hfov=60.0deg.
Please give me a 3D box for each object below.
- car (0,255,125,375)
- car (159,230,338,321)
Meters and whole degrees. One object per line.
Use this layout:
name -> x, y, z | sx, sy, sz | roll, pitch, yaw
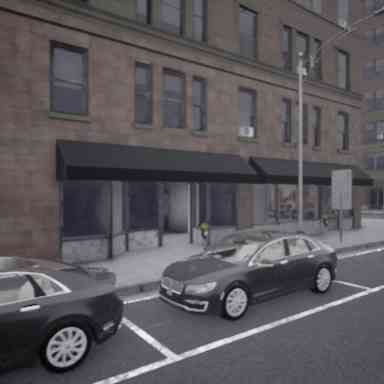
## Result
car -> -3.020, 1.551, 4.034 | 4.403, 1.369, 2.008 | 0, 0, -36
car -> 1.387, 1.546, 7.178 | 4.403, 1.369, 2.008 | 0, 0, -36
